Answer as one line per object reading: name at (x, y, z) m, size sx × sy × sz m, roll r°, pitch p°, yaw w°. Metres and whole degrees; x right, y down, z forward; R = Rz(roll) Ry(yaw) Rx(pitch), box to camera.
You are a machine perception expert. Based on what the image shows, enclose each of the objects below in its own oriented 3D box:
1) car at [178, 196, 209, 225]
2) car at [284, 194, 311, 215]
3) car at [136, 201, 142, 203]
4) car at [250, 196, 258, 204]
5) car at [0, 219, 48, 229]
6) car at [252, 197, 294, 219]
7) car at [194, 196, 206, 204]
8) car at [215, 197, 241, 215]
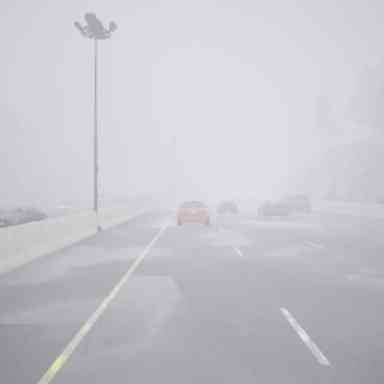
car at (0.098, 1.361, 23.979) m, size 2.097 × 1.767 × 4.553 m, roll 0°, pitch 0°, yaw 0°
car at (10.600, 1.232, 34.689) m, size 2.150 × 2.045 × 5.566 m, roll 0°, pitch 0°, yaw 0°
car at (-9.431, 1.497, 61.146) m, size 1.837 × 1.490 × 4.892 m, roll 0°, pitch 0°, yaw 6°
car at (12.139, 1.514, 64.398) m, size 2.128 × 1.511 × 4.902 m, roll 0°, pitch 0°, yaw 9°
car at (-10.584, 1.571, 20.556) m, size 1.994 × 1.385 × 4.181 m, roll 0°, pitch 0°, yaw 0°
car at (7.100, 1.503, 29.660) m, size 2.128 × 1.511 × 4.902 m, roll 0°, pitch 0°, yaw 0°
car at (1.567, 1.549, 65.064) m, size 1.812 × 1.442 × 4.674 m, roll 0°, pitch 0°, yaw 9°
car at (3.600, 1.518, 34.678) m, size 1.837 × 1.490 × 4.892 m, roll 0°, pitch 0°, yaw 0°
